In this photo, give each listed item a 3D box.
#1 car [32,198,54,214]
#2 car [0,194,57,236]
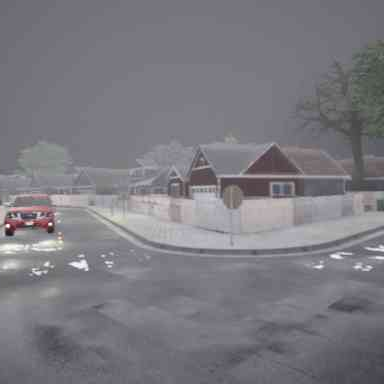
[{"bbox_3d":[-15.620,1.417,34.784,1.994,1.385,4.181,-1,0,-25],"label":"car"},{"bbox_3d":[-8.802,1.131,18.400,2.150,2.045,5.566,-1,1,-22],"label":"car"}]
